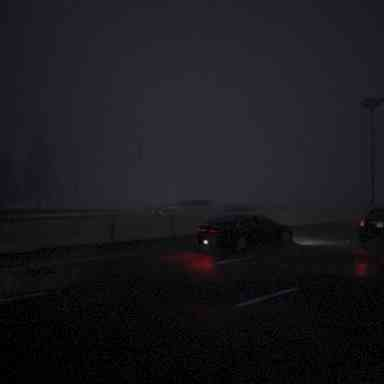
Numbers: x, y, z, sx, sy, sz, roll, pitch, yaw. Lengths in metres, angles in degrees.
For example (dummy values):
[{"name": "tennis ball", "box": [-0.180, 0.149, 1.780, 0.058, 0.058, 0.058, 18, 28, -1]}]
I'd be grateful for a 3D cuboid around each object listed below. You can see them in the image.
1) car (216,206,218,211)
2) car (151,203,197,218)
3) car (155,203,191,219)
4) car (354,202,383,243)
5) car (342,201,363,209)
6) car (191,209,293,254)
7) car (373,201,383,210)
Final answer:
[{"name": "car", "box": [3.482, 1.861, 28.928, 4.902, 1.511, 2.128, 0, -1, -38]}, {"name": "car", "box": [-2.000, 2.024, 37.967, 4.902, 1.511, 2.128, 0, -1, -38]}, {"name": "car", "box": [-0.177, 1.640, 30.519, 5.566, 2.045, 2.150, 0, -1, -38]}, {"name": "car", "box": [9.960, 1.499, 15.981, 4.553, 1.767, 2.097, 0, -1, -38]}, {"name": "car", "box": [30.476, 2.432, 63.152, 4.181, 1.385, 1.994, 1, -2, -38]}, {"name": "car", "box": [2.453, 1.691, 14.572, 4.892, 1.490, 1.837, 0, -1, -38]}, {"name": "car", "box": [32.899, 2.235, 56.188, 4.902, 1.511, 2.128, 1, -2, -37]}]
